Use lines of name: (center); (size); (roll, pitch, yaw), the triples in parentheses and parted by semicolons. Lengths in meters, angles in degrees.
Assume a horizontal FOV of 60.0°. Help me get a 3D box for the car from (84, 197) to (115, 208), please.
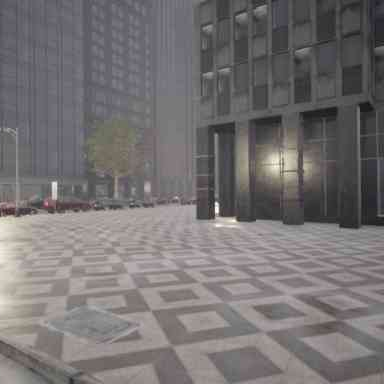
car: (-13.455, 1.484, 48.673); (1.967, 1.590, 4.097); (-1, 0, 35)

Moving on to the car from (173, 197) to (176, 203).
car: (-3.822, 1.574, 62.583); (1.947, 1.339, 4.313); (-1, 0, 35)

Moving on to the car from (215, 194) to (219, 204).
car: (3.180, 1.222, 57.725); (2.192, 1.841, 5.009); (-1, 0, 35)

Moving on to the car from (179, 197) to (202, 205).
car: (-0.218, 1.506, 57.319); (1.994, 1.385, 4.181); (-1, 0, 34)

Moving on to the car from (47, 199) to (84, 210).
car: (-16.664, 1.642, 44.037); (1.802, 1.307, 4.206); (-1, 0, 35)

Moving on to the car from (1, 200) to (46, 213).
car: (-19.874, 1.643, 39.401); (1.947, 1.339, 4.313); (-1, 0, 35)

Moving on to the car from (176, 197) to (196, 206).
car: (-0.029, 1.462, 53.088); (1.887, 1.381, 4.507); (-1, 0, 35)

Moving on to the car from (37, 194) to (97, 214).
car: (-12.870, 1.290, 34.546); (2.192, 1.841, 5.009); (-1, 0, 35)

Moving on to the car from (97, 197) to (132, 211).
car: (-9.658, 1.525, 39.181); (1.947, 1.339, 4.313); (-1, 0, 35)

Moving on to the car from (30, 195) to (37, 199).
car: (-17.272, 1.264, 38.331); (2.150, 2.045, 5.566); (-1, 0, 35)

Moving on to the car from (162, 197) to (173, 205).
car: (-5.699, 1.590, 54.947); (1.895, 1.301, 4.718); (-1, 0, 35)

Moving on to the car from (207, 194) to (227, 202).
car: (5.808, 1.296, 76.493); (2.192, 1.841, 5.009); (-1, 0, 35)

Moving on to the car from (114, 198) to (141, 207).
car: (-10.243, 1.613, 53.310); (1.802, 1.307, 4.206); (-1, 0, 35)

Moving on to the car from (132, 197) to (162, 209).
car: (-6.448, 1.509, 43.816); (1.947, 1.339, 4.313); (-1, 0, 35)

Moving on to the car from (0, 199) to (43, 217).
car: (-16.078, 1.577, 29.909); (1.802, 1.307, 4.206); (-1, 0, 35)

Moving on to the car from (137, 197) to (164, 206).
car: (-7.130, 1.544, 57.806); (1.752, 1.417, 4.829); (-1, 0, 35)

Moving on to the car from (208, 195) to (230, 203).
car: (5.461, 1.416, 65.535); (2.128, 1.511, 4.902); (-1, 0, 35)

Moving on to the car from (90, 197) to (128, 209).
car: (-11.551, 1.505, 46.565); (2.128, 1.511, 4.902); (-1, 0, 35)
